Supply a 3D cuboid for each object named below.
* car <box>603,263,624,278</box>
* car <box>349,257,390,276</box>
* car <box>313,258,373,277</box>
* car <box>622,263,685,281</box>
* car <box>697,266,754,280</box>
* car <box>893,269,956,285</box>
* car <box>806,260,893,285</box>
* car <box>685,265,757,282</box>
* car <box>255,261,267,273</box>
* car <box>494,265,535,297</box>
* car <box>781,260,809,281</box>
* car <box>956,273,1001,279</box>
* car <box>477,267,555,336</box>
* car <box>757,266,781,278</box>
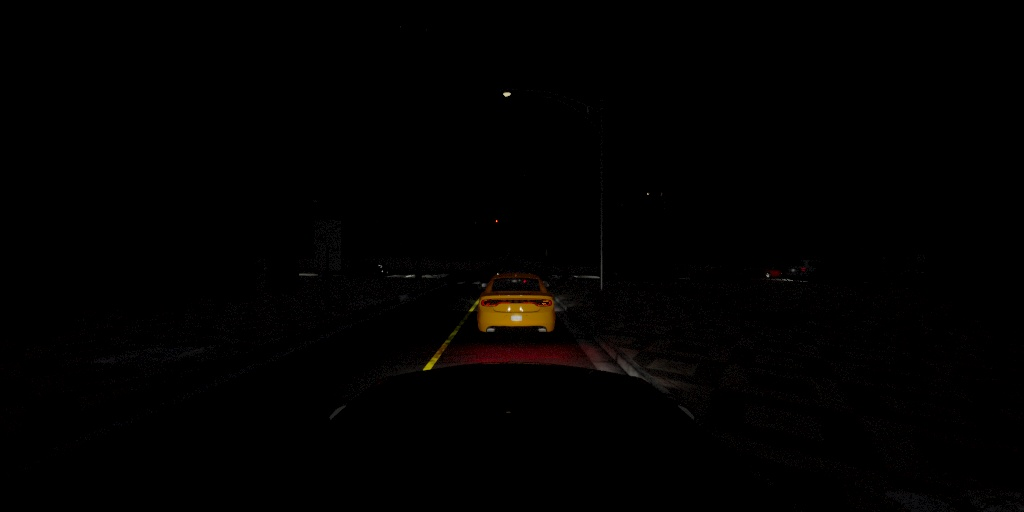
[{"bbox_3d":[11.899,1.454,36.843,4.892,1.490,1.837,1,0,0],"label":"car"},{"bbox_3d":[-13.884,0.927,33.618,4.553,1.767,2.097,1,0,1],"label":"car"},{"bbox_3d":[-14.767,1.115,30.905,4.403,1.370,2.007,0,0,0],"label":"car"},{"bbox_3d":[12.141,1.522,30.985,4.313,1.339,1.948,0,0,0],"label":"car"},{"bbox_3d":[21.817,1.704,36.836,4.718,1.301,1.895,1,0,0],"label":"car"},{"bbox_3d":[34.714,1.861,30.970,4.507,1.381,1.888,0,0,0],"label":"car"},{"bbox_3d":[29.070,1.538,30.974,5.009,1.841,2.192,0,0,0],"label":"car"},{"bbox_3d":[17.953,1.568,30.981,4.829,1.417,1.751,0,0,0],"label":"car"},{"bbox_3d":[-25.506,0.908,33.670,4.902,1.511,2.128,1,0,0],"label":"car"},{"bbox_3d":[0.110,1.296,20.257,2.033,1.411,5.357,0,0,0],"label":"car"},{"bbox_3d":[29.041,1.443,33.633,5.566,2.045,2.150,1,0,0],"label":"car"},{"bbox_3d":[40.364,1.993,30.967,4.207,1.307,1.802,0,0,0],"label":"car"},{"bbox_3d":[0.103,1.227,10.430,1.882,1.535,5.008,0,0,0],"label":"car"},{"bbox_3d":[29.083,1.763,39.499,4.507,1.381,1.888,0,0,0],"label":"car"}]
